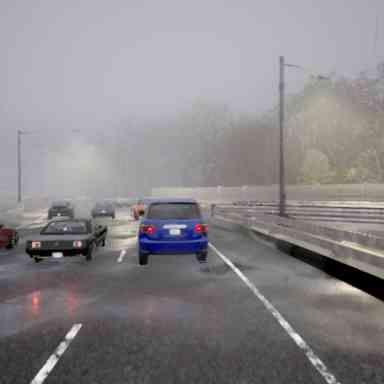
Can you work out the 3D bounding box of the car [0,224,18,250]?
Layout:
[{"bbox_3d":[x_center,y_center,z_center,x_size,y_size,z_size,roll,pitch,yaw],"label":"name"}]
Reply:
[{"bbox_3d":[-7.783,1.559,11.564,1.812,1.442,4.674,0,0,-6],"label":"car"}]

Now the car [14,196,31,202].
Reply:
[{"bbox_3d":[-38.849,1.555,75.078,4.674,1.442,1.812,0,0,43],"label":"car"}]

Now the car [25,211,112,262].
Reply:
[{"bbox_3d":[-4.318,1.622,12.282,1.895,1.301,4.718,0,0,-6],"label":"car"}]

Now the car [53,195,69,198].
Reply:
[{"bbox_3d":[-28.710,1.733,74.544,1.895,1.301,4.718,0,0,-42],"label":"car"}]

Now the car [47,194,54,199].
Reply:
[{"bbox_3d":[-33.930,1.369,80.058,4.553,1.767,2.097,0,0,43],"label":"car"}]

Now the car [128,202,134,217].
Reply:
[{"bbox_3d":[-4.164,1.382,29.201,2.097,1.767,4.553,0,0,-15],"label":"car"}]

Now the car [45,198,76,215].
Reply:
[{"bbox_3d":[-11.387,1.559,29.107,1.837,1.490,4.892,0,0,-16],"label":"car"}]

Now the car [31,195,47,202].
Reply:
[{"bbox_3d":[-36.379,1.377,77.558,4.553,1.767,2.097,0,0,43],"label":"car"}]

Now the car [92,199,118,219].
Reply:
[{"bbox_3d":[-7.992,1.606,29.873,1.994,1.385,4.181,0,0,-16],"label":"car"}]

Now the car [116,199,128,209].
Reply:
[{"bbox_3d":[-10.168,1.629,46.424,1.895,1.301,4.718,0,0,-31],"label":"car"}]

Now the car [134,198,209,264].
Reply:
[{"bbox_3d":[-0.771,1.231,12.130,2.150,2.045,5.566,0,0,-6],"label":"car"}]

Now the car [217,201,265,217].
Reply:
[{"bbox_3d":[4.050,1.498,28.497,1.812,1.442,4.674,-1,0,-43],"label":"car"}]
